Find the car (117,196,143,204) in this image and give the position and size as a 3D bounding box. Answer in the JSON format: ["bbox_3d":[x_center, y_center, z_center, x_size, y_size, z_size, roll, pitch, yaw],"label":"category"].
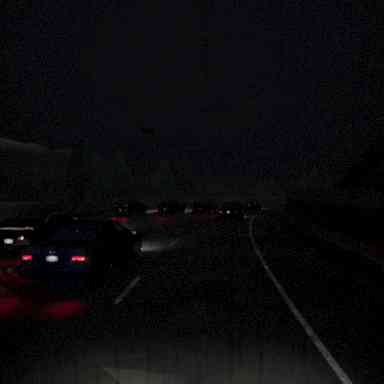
[{"bbox_3d":[-11.409,1.485,61.364,2.033,1.411,5.357,0,0,24],"label":"car"}]

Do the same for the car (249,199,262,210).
[{"bbox_3d":[7.621,1.554,42.295,1.994,1.385,4.181,0,0,19],"label":"car"}]

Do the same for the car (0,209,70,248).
[{"bbox_3d":[-5.994,1.470,13.813,2.128,1.511,4.902,0,0,6],"label":"car"}]

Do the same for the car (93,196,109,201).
[{"bbox_3d":[-15.950,1.492,59.536,1.994,1.385,4.181,0,0,23],"label":"car"}]

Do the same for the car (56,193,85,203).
[{"bbox_3d":[-20.718,1.141,57.080,2.150,2.045,5.566,0,0,21],"label":"car"}]

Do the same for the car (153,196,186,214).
[{"bbox_3d":[-2.060,1.466,34.750,2.128,1.511,4.902,0,0,15],"label":"car"}]

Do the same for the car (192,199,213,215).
[{"bbox_3d":[1.440,1.460,34.291,1.882,1.535,5.008,0,0,15],"label":"car"}]

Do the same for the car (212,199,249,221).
[{"bbox_3d":[3.233,1.538,27.065,2.033,1.411,5.357,0,0,12],"label":"car"}]

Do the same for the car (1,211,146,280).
[{"bbox_3d":[-2.905,1.535,9.905,2.033,1.411,5.357,0,0,5],"label":"car"}]

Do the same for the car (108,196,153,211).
[{"bbox_3d":[-6.075,1.458,33.160,2.128,1.511,4.902,0,0,14],"label":"car"}]
